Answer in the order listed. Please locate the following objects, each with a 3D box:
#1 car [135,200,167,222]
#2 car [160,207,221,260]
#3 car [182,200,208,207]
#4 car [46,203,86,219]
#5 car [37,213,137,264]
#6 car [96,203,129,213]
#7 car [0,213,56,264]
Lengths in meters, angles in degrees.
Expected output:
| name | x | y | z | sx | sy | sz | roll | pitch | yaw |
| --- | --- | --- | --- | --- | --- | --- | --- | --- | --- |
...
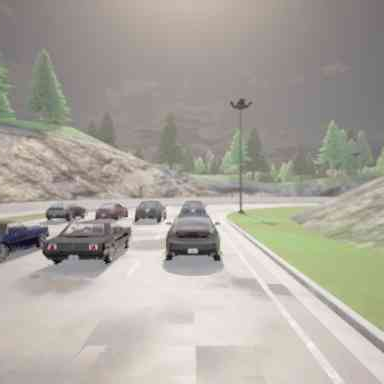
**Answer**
| name | x | y | z | sx | sy | sz | roll | pitch | yaw |
| --- | --- | --- | --- | --- | --- | --- | --- | --- | --- |
| car | -3.296 | 1.471 | 27.521 | 2.097 | 1.767 | 4.553 | 0 | 0 | 3 |
| car | 0.047 | 1.561 | 12.633 | 1.837 | 1.490 | 4.892 | 0 | 0 | 0 |
| car | 0.202 | 1.471 | 27.519 | 2.097 | 1.767 | 4.553 | 0 | 0 | 3 |
| car | -10.328 | 1.612 | 27.605 | 2.128 | 1.511 | 4.902 | 0 | 0 | 2 |
| car | -3.458 | 1.653 | 12.004 | 1.895 | 1.301 | 4.718 | 0 | 0 | 1 |
| car | -6.750 | 1.648 | 28.277 | 1.812 | 1.442 | 4.674 | 0 | 0 | 4 |
| car | -6.958 | 1.653 | 12.004 | 1.895 | 1.301 | 4.718 | 0 | 0 | 1 |
